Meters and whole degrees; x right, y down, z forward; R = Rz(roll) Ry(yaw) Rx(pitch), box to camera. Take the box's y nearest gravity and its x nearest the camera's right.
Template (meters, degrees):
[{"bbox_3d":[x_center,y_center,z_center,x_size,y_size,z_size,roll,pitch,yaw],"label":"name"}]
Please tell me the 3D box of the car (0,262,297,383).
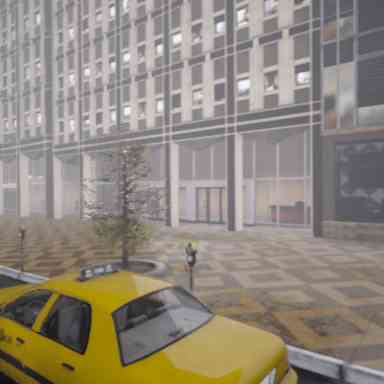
[{"bbox_3d":[-1.289,1.538,4.007,4.829,1.417,1.752,-1,1,38],"label":"car"}]
